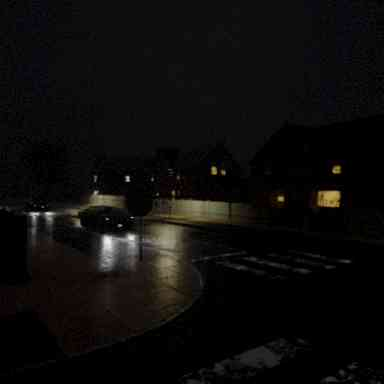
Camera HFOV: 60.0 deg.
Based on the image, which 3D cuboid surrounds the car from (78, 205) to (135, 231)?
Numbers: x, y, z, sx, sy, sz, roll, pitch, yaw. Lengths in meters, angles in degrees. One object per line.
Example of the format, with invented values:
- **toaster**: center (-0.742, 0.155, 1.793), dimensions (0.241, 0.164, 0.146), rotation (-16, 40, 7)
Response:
- **car**: center (-5.186, 1.491, 19.833), dimensions (1.895, 1.301, 4.718), rotation (1, 0, -36)

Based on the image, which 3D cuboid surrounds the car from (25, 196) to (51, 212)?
- **car**: center (-16.210, 1.236, 34.904), dimensions (1.837, 1.490, 4.892), rotation (1, 0, -36)
